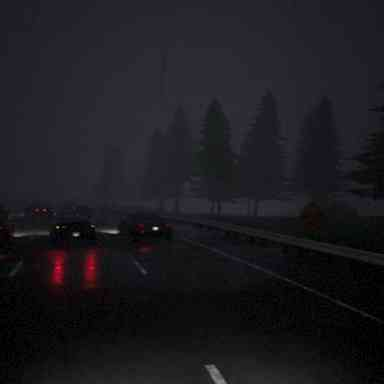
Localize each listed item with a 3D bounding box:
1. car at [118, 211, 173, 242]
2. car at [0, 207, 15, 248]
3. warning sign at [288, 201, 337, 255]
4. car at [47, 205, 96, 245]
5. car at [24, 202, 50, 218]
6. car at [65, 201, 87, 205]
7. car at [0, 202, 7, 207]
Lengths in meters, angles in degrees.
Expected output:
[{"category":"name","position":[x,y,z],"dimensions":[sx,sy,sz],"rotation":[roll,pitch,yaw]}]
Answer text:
[{"category":"car","position":[-2.512,1.666,17.236],"dimensions":[1.994,1.385,4.181],"rotation":[1,0,-24]},{"category":"car","position":[-8.921,1.563,14.421],"dimensions":[1.994,1.385,4.181],"rotation":[1,0,-24]},{"category":"warning sign","position":[4.395,1.265,12.208],"dimensions":[1.300,1.860,1.060],"rotation":[1,0,-19]},{"category":"car","position":[-5.766,1.576,15.936],"dimensions":[1.812,1.442,4.674],"rotation":[1,0,-24]},{"category":"car","position":[-14.169,1.605,30.763],"dimensions":[2.033,1.411,5.357],"rotation":[1,-1,-35]},{"category":"car","position":[-11.538,1.635,33.080],"dimensions":[1.812,1.442,4.674],"rotation":[1,0,-36]},{"category":"car","position":[-17.194,1.570,28.960],"dimensions":[1.994,1.385,4.181],"rotation":[1,-1,-36]}]
